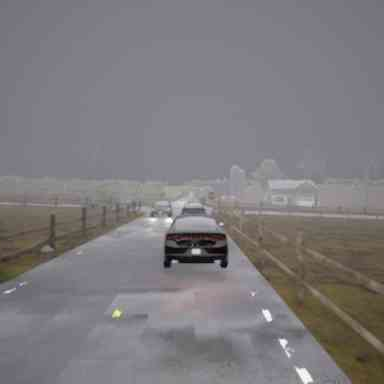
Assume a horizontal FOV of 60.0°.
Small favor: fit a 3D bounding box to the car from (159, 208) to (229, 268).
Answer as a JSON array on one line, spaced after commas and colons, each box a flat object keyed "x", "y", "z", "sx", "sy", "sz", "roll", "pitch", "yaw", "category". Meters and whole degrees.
[{"x": 0.103, "y": 1.470, "z": 11.296, "sx": 1.882, "sy": 1.535, "sz": 5.008, "roll": 0, "pitch": -1, "yaw": 0, "category": "car"}]

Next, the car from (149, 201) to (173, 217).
[{"x": -2.756, "y": 1.548, "z": 31.309, "sx": 1.812, "sy": 1.442, "sz": 4.674, "roll": 0, "pitch": 0, "yaw": 0, "category": "car"}]

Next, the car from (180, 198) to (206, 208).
[{"x": 0.115, "y": 1.490, "z": 26.170, "sx": 1.882, "sy": 1.535, "sz": 5.008, "roll": 0, "pitch": 0, "yaw": 0, "category": "car"}]

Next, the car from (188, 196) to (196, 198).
[{"x": 0.012, "y": 1.806, "z": 91.702, "sx": 2.128, "sy": 1.511, "sz": 4.902, "roll": 0, "pitch": 0, "yaw": 0, "category": "car"}]
